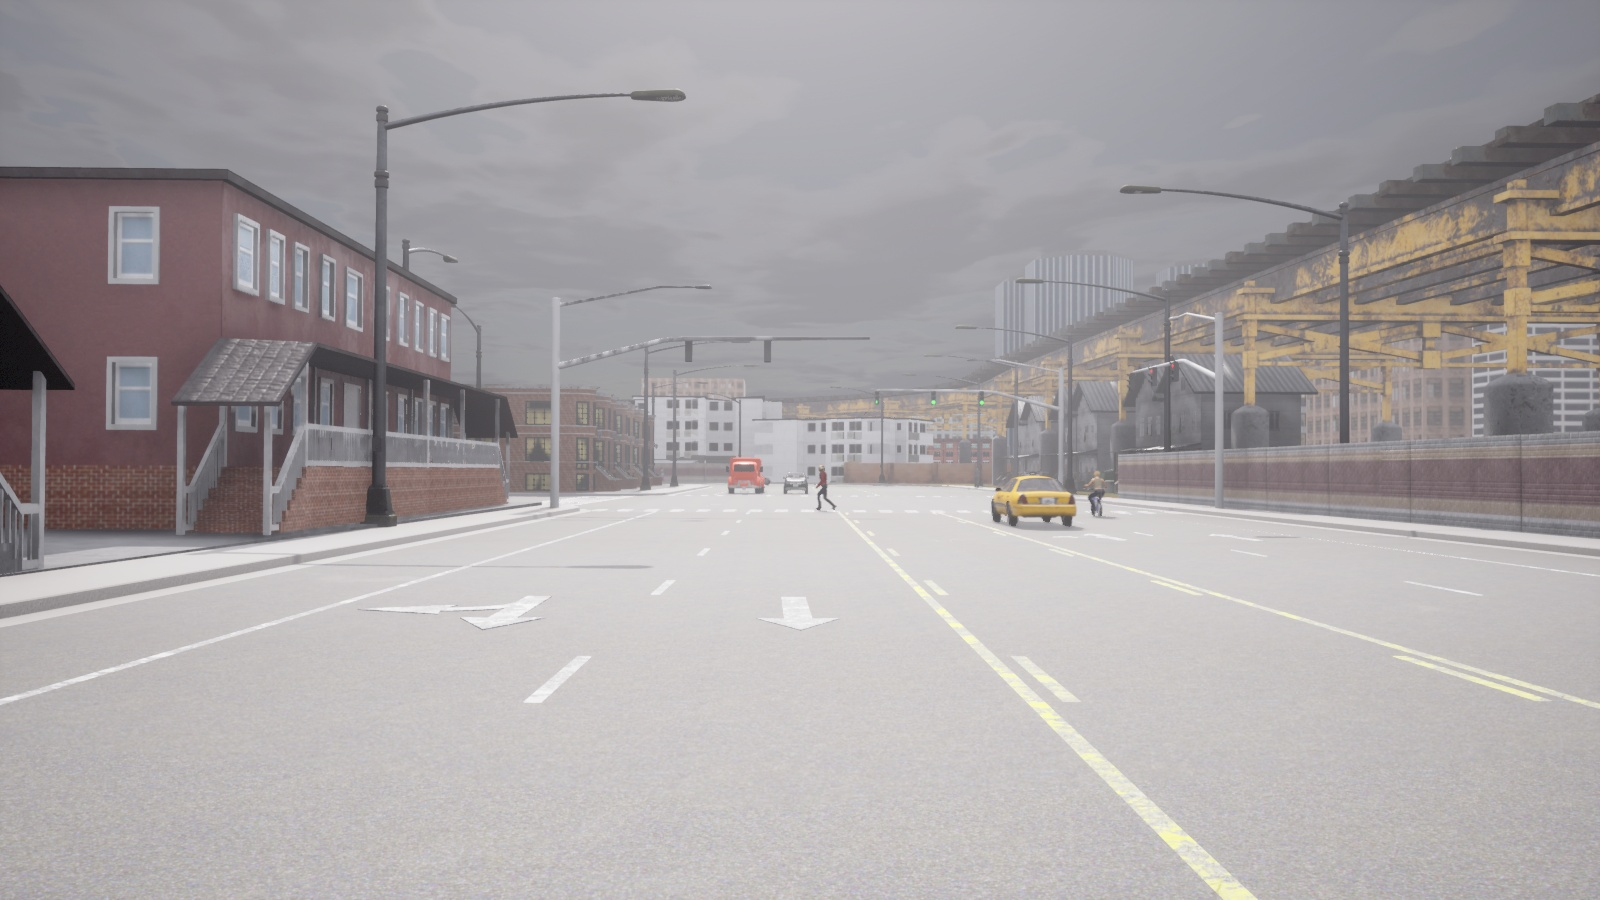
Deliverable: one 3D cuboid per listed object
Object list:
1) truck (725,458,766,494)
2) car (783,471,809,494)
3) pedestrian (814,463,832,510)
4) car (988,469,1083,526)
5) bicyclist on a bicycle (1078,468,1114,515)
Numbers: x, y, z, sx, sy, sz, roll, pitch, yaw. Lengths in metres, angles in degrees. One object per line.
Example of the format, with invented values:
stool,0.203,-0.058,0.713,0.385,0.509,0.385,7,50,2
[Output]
truck,-3.769,1.805,87.320,2.627,2.467,5.204,0,-1,0
car,-0.259,2.240,86.340,1.789,1.549,3.705,0,-1,0
pedestrian,0.884,1.410,48.574,0.636,1.846,0.331,0,-1,8
car,6.885,1.351,37.294,1.801,1.575,5.366,0,-1,0
bicyclist on a bicycle,10.370,1.447,44.016,0.866,1.612,1.509,0,-1,0
